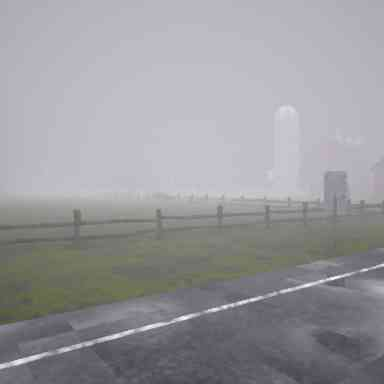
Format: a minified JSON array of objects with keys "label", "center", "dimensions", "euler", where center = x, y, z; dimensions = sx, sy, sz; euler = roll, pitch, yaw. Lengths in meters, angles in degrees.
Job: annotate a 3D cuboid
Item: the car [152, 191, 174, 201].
[{"label":"car","center":[-5.749,0.792,65.455],"dimensions":[2.150,2.045,5.566],"euler":[-1,1,-36]}]
